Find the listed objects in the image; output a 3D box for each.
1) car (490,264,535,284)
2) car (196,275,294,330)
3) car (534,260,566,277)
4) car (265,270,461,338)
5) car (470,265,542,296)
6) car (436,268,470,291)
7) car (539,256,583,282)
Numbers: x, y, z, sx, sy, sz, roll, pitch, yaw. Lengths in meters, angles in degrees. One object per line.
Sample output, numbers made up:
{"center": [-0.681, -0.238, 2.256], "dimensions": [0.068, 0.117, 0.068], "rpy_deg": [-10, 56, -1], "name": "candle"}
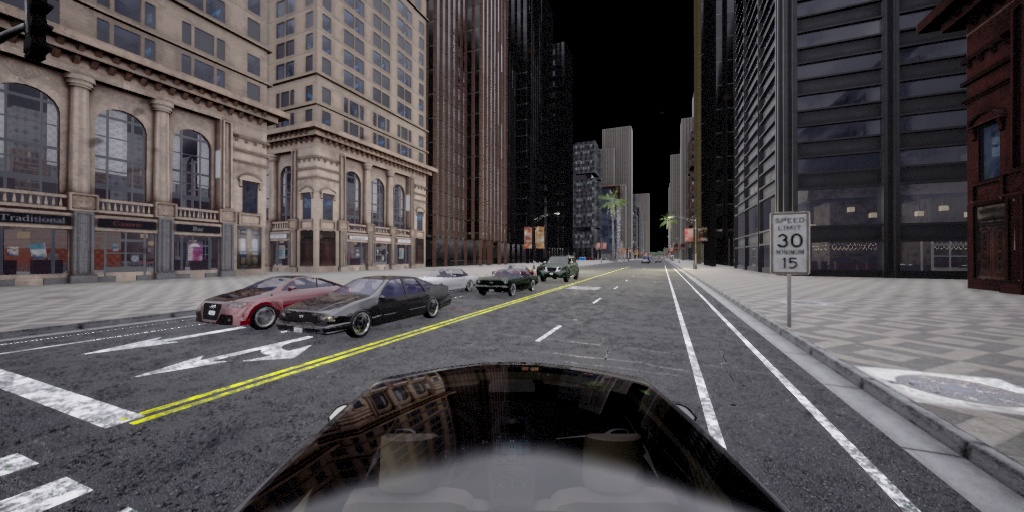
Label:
{"center": [0.118, 1.364, 28.531], "dimensions": [1.895, 1.301, 4.718], "rpy_deg": [0, 0, 23], "name": "car"}
{"center": [-7.121, 1.316, 11.264], "dimensions": [1.994, 1.385, 4.181], "rpy_deg": [0, 0, 23], "name": "car"}
{"center": [4.101, 1.251, 37.927], "dimensions": [1.882, 1.535, 5.008], "rpy_deg": [0, 0, 23], "name": "car"}
{"center": [-3.861, 1.299, 10.644], "dimensions": [2.033, 1.411, 5.357], "rpy_deg": [0, 0, 23], "name": "car"}
{"center": [-0.151, 1.358, 19.486], "dimensions": [1.895, 1.301, 4.718], "rpy_deg": [0, 0, 23], "name": "car"}
{"center": [-3.736, 1.357, 19.345], "dimensions": [1.895, 1.301, 4.718], "rpy_deg": [0, 0, 23], "name": "car"}
{"center": [3.990, 0.987, 29.349], "dimensions": [2.150, 2.045, 5.566], "rpy_deg": [0, 0, 23], "name": "car"}
